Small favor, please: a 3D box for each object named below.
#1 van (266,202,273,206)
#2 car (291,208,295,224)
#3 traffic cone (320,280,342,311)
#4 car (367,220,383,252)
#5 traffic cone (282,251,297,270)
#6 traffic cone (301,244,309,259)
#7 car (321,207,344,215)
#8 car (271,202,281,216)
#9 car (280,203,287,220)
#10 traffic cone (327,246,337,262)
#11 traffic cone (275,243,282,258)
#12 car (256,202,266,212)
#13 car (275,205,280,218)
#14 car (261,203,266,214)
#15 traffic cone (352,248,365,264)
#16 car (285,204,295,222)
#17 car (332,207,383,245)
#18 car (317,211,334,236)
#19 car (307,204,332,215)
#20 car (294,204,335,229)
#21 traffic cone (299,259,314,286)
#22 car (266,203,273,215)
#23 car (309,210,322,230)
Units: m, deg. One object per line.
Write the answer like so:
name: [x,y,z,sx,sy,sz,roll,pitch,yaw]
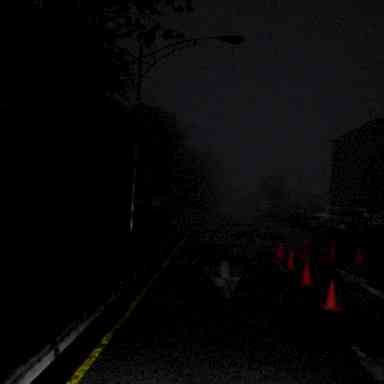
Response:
van: [13.490,2.632,47.810,4.442,1.987,1.878,4,-1,-15]
car: [11.864,2.531,29.800,4.792,1.488,2.163,4,0,-15]
traffic cone: [2.998,2.200,7.154,0.340,0.580,0.340,3,-1,5]
car: [10.645,2.275,14.857,4.674,1.452,2.002,4,-1,-15]
traffic cone: [3.318,2.266,11.141,0.340,0.580,0.340,3,-1,5]
traffic cone: [4.474,2.352,13.053,0.340,0.580,0.340,3,-1,5]
car: [31.427,4.267,74.536,2.163,1.488,4.792,3,0,-17]
car: [12.920,2.609,41.787,4.553,1.767,2.185,4,-1,-15]
car: [12.363,2.489,35.796,4.553,1.767,2.185,4,-1,-15]
traffic cone: [5.469,2.404,12.972,0.340,0.580,0.340,3,-1,5]
traffic cone: [3.478,2.300,13.134,0.340,0.580,0.340,3,-1,5]
car: [13.662,2.950,53.708,5.366,1.575,1.946,4,-1,-15]
car: [12.632,2.714,38.789,4.674,1.452,2.002,4,-1,-15]
car: [13.606,2.947,50.761,4.674,1.452,2.002,4,-1,-15]
traffic cone: [6.464,2.456,12.891,0.340,0.580,0.340,3,-1,5]
car: [12.116,2.432,32.806,4.553,1.767,2.185,4,-1,-15]
car: [10.900,2.035,17.829,5.566,2.045,2.435,4,0,-15]
car: [10.969,2.324,20.786,5.366,1.575,1.946,4,0,-15]
car: [28.531,3.831,74.661,2.435,2.045,5.566,3,0,-17]
car: [11.634,2.195,26.814,5.566,2.045,2.435,4,0,-15]
traffic cone: [3.158,2.233,9.147,0.340,0.580,0.340,3,-1,5]
car: [13.115,2.790,44.781,5.008,1.535,2.097,4,-1,-15]
car: [11.365,2.421,23.820,4.792,1.488,2.163,4,0,-15]
